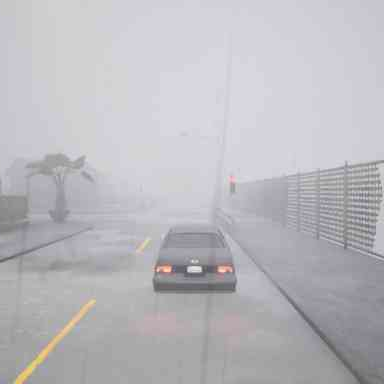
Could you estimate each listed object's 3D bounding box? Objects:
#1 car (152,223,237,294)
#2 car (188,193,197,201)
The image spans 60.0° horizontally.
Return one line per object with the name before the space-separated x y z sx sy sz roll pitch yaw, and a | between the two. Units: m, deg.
car | 0.073 1.547 8.955 2.033 1.411 5.357 0 0 1
car | 0.090 1.219 87.059 2.150 2.045 5.566 0 0 0
